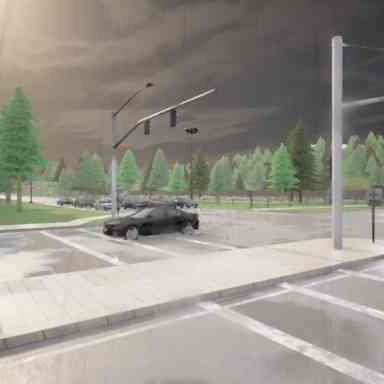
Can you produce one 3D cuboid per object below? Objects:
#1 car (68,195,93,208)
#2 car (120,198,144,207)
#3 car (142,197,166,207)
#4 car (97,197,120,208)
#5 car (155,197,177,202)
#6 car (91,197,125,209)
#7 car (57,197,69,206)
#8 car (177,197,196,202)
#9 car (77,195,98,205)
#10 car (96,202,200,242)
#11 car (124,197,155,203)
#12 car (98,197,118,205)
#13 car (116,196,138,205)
[{"bbox_3d":[-15.794,1.539,48.169,2.033,1.411,5.357,0,0,-35],"label":"car"},{"bbox_3d":[-9.243,1.589,51.023,1.895,1.301,4.718,0,0,-35],"label":"car"},{"bbox_3d":[-6.099,1.551,52.649,1.994,1.385,4.181,0,0,-35],"label":"car"},{"bbox_3d":[-12.570,1.516,49.673,1.812,1.442,4.674,0,0,-35],"label":"car"},{"bbox_3d":[-4.219,1.552,43.861,1.994,1.385,4.181,0,0,-35],"label":"car"},{"bbox_3d":[-10.250,1.593,40.268,1.895,1.301,4.718,0,0,-35],"label":"car"},{"bbox_3d":[-21.498,1.556,56.345,1.994,1.385,4.181,0,0,-35],"label":"car"},{"bbox_3d":[-1.007,1.492,45.376,1.837,1.490,4.892,0,0,-35],"label":"car"},{"bbox_3d":[-18.136,1.342,57.641,2.097,1.767,4.553,0,0,-35],"label":"car"},{"bbox_3d":[-1.920,1.473,16.691,5.008,1.535,1.882,0,0,-35],"label":"car"},{"bbox_3d":[-7.206,1.538,42.023,2.033,1.411,5.357,0,0,-35],"label":"car"},{"bbox_3d":[-14.955,1.552,59.207,1.994,1.385,4.181,0,0,-35],"label":"car"},{"bbox_3d":[-12.100,1.534,61.245,2.033,1.411,5.357,0,0,-34],"label":"car"}]
